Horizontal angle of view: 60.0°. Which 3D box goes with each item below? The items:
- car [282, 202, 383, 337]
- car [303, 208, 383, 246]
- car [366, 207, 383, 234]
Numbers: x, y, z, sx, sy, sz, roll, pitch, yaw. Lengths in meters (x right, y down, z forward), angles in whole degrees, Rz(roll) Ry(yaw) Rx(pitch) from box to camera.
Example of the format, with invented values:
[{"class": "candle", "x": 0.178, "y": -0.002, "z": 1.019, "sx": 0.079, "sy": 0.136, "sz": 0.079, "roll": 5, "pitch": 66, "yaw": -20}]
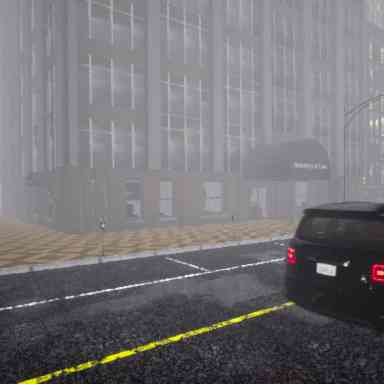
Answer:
[{"class": "car", "x": 4.124, "y": 1.219, "z": 6.376, "sx": 5.566, "sy": 2.045, "sz": 2.150, "roll": 0, "pitch": 0, "yaw": -36}, {"class": "car", "x": 7.474, "y": 1.542, "z": 15.764, "sx": 4.507, "sy": 1.381, "sz": 1.887, "roll": 0, "pitch": -1, "yaw": -35}, {"class": "car", "x": 12.101, "y": 1.547, "z": 19.065, "sx": 4.403, "sy": 1.369, "sz": 2.008, "roll": 0, "pitch": -1, "yaw": -35}]
